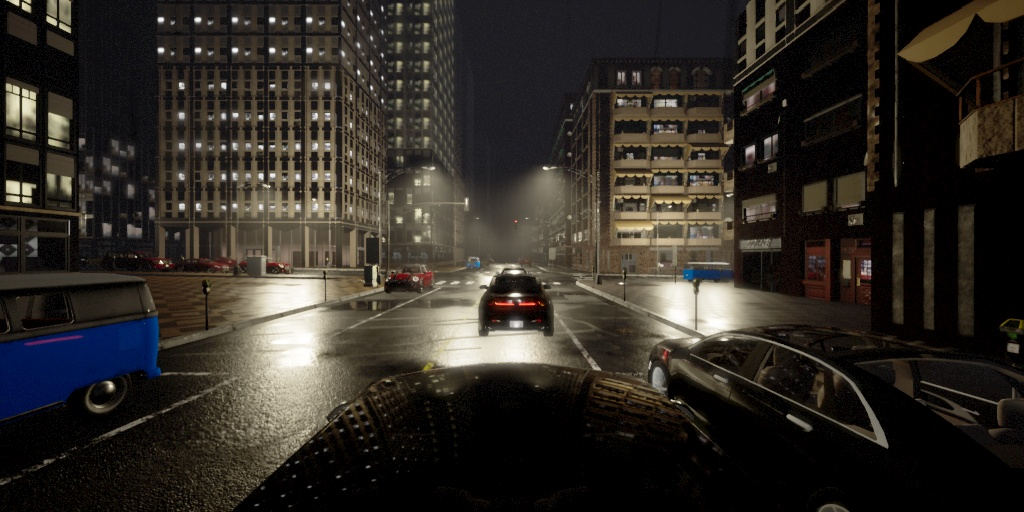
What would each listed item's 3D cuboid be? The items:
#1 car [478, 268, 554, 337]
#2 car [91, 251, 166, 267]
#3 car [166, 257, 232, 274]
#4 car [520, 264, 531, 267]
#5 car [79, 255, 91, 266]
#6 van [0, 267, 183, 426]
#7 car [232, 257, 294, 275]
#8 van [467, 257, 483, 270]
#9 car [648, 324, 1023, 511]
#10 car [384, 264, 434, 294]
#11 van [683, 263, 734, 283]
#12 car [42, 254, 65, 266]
[{"bbox_3d":[0.103,1.255,10.322,1.837,1.490,4.892,0,0,0],"label":"car"},{"bbox_3d":[-32.292,0.482,30.929,5.009,1.841,2.192,0,0,0],"label":"car"},{"bbox_3d":[-26.718,0.857,30.941,4.207,1.307,1.802,0,0,0],"label":"car"},{"bbox_3d":[0.102,1.316,19.114,1.994,1.385,4.181,0,0,0],"label":"car"},{"bbox_3d":[-43.695,0.466,39.285,4.829,1.417,1.751,0,0,0],"label":"car"},{"bbox_3d":[-5.688,1.091,3.239,1.690,1.789,3.998,0,0,0],"label":"van"},{"bbox_3d":[-21.143,0.822,30.953,4.097,1.591,1.967,0,0,0],"label":"car"},{"bbox_3d":[-5.685,1.104,52.659,1.690,1.789,3.998,0,0,0],"label":"van"},{"bbox_3d":[2.692,1.300,3.238,2.007,1.370,4.403,0,0,0],"label":"car"},{"bbox_3d":[-5.687,1.192,20.185,1.967,1.591,4.097,0,0,0],"label":"car"},{"bbox_3d":[16.916,1.457,30.900,3.998,1.789,1.690,0,0,0],"label":"van"},{"bbox_3d":[-49.101,0.399,39.273,4.313,1.339,1.948,0,0,0],"label":"car"}]
